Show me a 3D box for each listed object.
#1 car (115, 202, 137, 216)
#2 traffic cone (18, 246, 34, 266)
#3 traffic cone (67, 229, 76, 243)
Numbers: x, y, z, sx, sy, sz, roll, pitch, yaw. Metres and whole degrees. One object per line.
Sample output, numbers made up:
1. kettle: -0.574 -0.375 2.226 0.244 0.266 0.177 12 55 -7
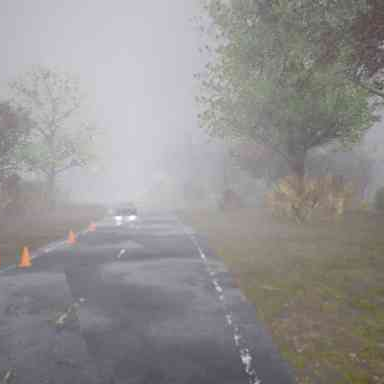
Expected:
1. car: -6.927 1.696 34.689 1.994 1.385 4.181 0 0 -14
2. traffic cone: -5.219 2.003 10.454 0.340 0.580 0.340 0 0 -3
3. traffic cone: -5.577 2.020 15.371 0.340 0.580 0.340 0 0 -5
